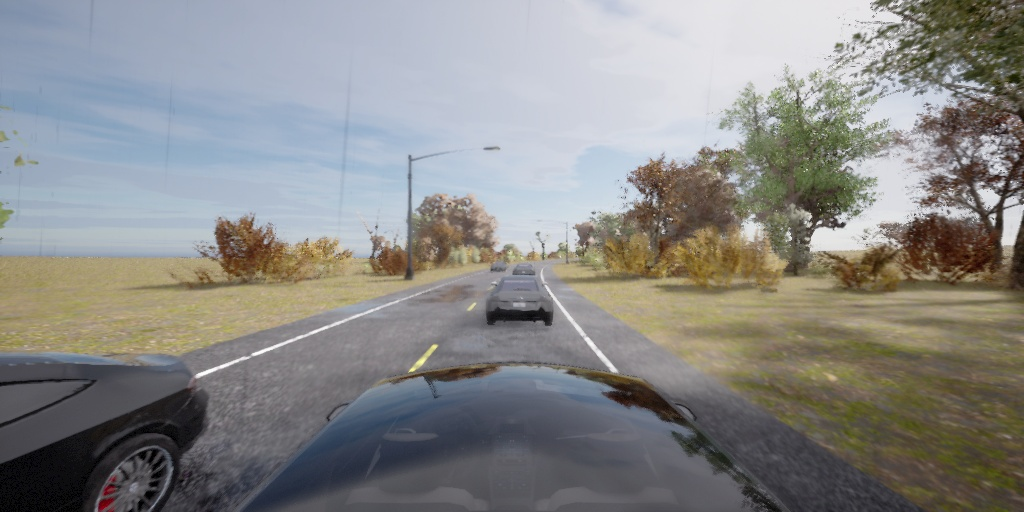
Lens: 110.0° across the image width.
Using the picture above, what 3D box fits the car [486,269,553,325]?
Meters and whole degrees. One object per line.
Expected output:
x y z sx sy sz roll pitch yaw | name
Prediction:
0.250 1.314 11.851 1.994 1.385 4.181 0 0 1 | car

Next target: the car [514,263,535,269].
1.100 1.308 31.902 1.994 1.385 4.181 0 0 3 | car

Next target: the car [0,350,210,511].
-3.574 1.273 1.276 1.812 1.442 4.674 0 0 0 | car

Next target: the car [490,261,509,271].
-1.556 1.343 45.004 1.994 1.385 4.181 0 0 5 | car
